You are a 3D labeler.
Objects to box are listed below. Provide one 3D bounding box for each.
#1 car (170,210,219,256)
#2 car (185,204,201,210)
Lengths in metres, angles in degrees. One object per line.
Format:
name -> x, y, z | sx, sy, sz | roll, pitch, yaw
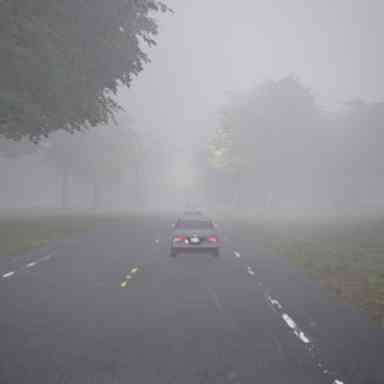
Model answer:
car -> 0.098, 1.710, 13.815 | 2.033, 1.411, 5.357 | 0, -1, 0
car -> 0.101, 2.047, 38.724 | 1.895, 1.301, 4.718 | 0, -1, 0
